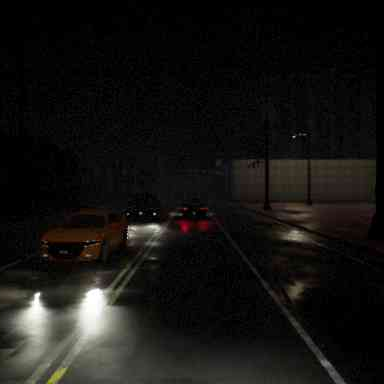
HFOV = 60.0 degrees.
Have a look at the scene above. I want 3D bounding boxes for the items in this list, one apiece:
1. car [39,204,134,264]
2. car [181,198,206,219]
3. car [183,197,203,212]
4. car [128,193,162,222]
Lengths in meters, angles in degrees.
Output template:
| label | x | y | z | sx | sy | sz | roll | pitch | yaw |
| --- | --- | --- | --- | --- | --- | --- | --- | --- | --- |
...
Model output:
| label | x | y | z | sx | sy | sz | roll | pitch | yaw |
| --- | --- | --- | --- | --- | --- | --- | --- | --- | --- |
| car | -3.541 | 1.402 | 11.740 | 1.882 | 1.535 | 5.008 | 0 | 0 | 1 |
| car | 0.144 | 1.357 | 26.635 | 1.812 | 1.442 | 4.674 | 0 | 0 | 0 |
| car | 0.159 | 1.316 | 36.582 | 2.033 | 1.411 | 5.357 | 0 | 0 | 0 |
| car | -3.497 | 1.063 | 25.201 | 2.150 | 2.045 | 5.566 | 0 | 0 | -1 |
